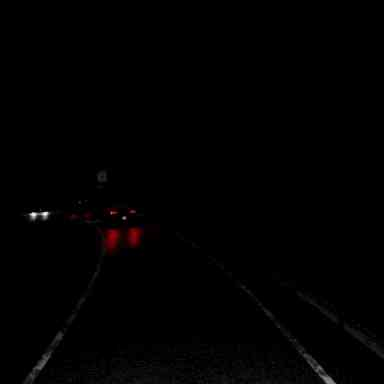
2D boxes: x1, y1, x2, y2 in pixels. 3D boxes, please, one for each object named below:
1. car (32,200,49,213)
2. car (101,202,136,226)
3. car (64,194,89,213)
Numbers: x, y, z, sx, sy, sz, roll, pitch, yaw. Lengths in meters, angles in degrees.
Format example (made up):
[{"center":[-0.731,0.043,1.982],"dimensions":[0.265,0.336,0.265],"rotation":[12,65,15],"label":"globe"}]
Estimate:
[{"center":[-18.831,1.745,41.210],"dimensions":[2.033,1.411,5.357],"rotation":[-3,1,-26],"label":"car"},{"center":[-5.119,1.442,22.918],"dimensions":[1.812,1.442,4.674],"rotation":[-2,1,-23],"label":"car"},{"center":[-13.612,1.246,39.023],"dimensions":[2.150,2.045,5.566],"rotation":[-3,1,-28],"label":"car"}]
